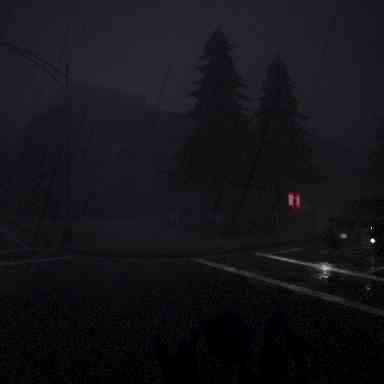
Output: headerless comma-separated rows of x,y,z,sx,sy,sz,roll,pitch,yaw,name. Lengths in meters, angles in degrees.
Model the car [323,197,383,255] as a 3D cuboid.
7.729,1.248,13.728,5.566,2.045,2.150,0,0,-37,car
